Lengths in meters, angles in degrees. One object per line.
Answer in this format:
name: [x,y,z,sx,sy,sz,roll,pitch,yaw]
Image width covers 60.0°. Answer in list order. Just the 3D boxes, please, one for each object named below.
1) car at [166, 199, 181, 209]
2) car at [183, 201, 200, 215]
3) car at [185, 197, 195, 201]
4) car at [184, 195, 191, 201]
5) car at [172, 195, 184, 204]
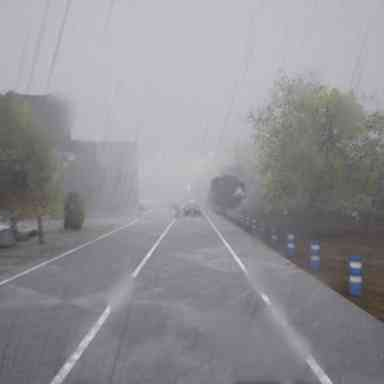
car: [-3.374,2.259,56.553,1.895,1.301,4.718,0,-1,0]
car: [0.053,2.051,39.939,1.895,1.301,4.718,1,-1,0]
car: [0.010,2.280,64.736,1.812,1.442,4.674,0,-1,0]
car: [-1.716,1.890,89.308,2.150,2.045,5.566,-2,1,-16]
car: [-3.372,2.063,72.273,2.150,2.045,5.566,0,-1,0]
